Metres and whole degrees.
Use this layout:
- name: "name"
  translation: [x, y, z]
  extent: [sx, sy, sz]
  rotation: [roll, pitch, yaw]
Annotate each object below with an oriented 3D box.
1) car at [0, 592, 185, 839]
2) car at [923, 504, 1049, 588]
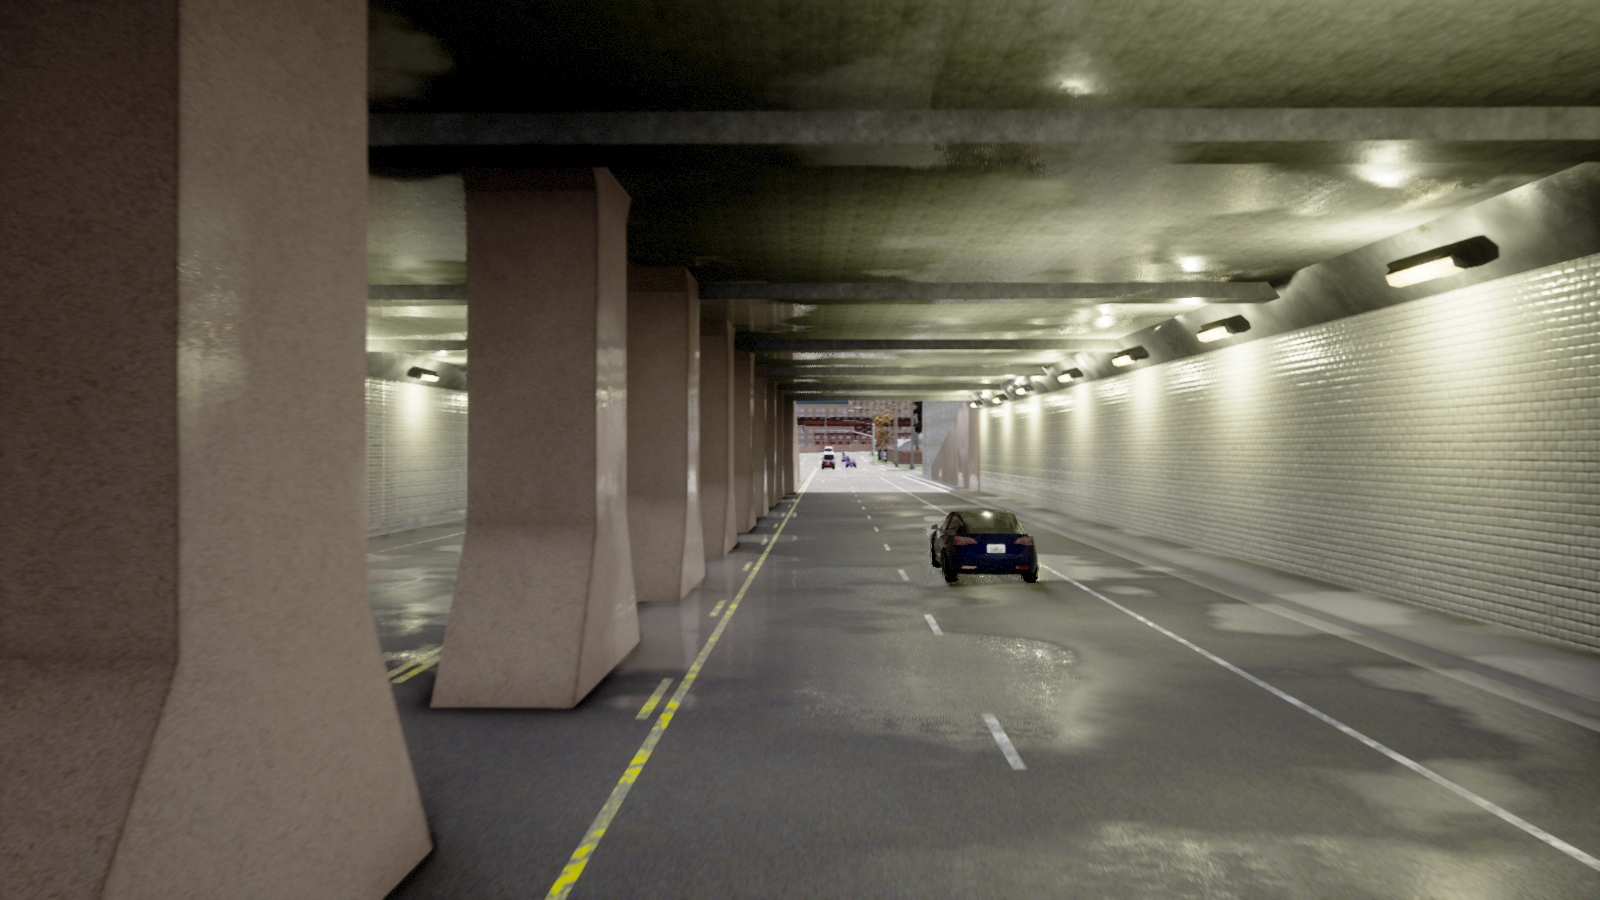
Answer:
- name: "car"
  translation: [-6.867, 2.059, 8.152]
  extent: [2.231, 1.480, 4.892]
  rotation: [0, 0, 1]
- name: "car"
  translation: [4.041, 2.064, 25.686]
  extent: [2.163, 1.488, 4.792]
  rotation: [0, 0, 1]
